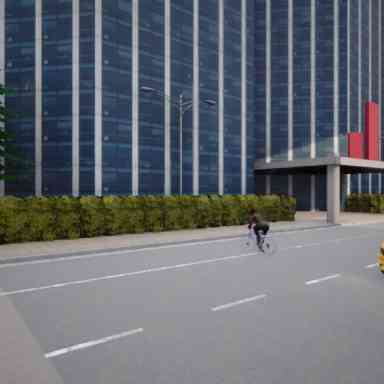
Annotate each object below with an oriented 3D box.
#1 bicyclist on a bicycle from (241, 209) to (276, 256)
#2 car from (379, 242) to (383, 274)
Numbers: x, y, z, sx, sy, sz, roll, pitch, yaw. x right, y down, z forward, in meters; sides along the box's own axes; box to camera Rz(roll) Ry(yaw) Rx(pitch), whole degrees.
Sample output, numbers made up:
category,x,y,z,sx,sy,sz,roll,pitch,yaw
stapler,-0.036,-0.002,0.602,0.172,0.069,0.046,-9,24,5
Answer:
category,x,y,z,sx,sy,sz,roll,pitch,yaw
bicyclist on a bicycle,2.373,1.458,12.104,0.582,1.620,1.656,0,-2,-37
car,7.106,1.481,9.299,5.008,1.535,1.882,0,0,-37
